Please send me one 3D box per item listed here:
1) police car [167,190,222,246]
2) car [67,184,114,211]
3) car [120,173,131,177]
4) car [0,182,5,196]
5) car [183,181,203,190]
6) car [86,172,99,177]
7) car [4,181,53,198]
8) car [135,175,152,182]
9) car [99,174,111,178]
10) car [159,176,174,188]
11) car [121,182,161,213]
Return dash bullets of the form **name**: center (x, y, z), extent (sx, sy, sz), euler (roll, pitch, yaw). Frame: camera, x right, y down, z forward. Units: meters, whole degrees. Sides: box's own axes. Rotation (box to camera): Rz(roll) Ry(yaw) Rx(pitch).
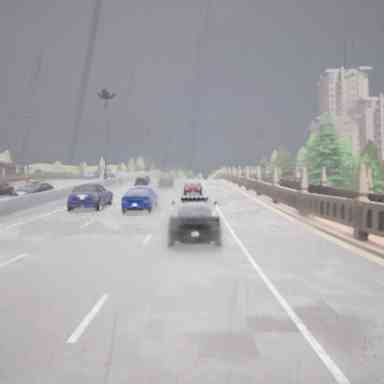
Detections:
- **police car**: center (0.098, 1.000, 13.247), extent (1.930, 1.638, 5.238), euler (0, 3, 0)
- **car**: center (-6.904, 0.213, 23.016), extent (2.097, 1.767, 4.553), euler (0, 5, 0)
- **car**: center (-14.013, -3.465, 70.461), extent (1.812, 1.442, 4.674), euler (0, 3, 0)
- **car**: center (-17.597, -0.168, 29.751), extent (1.812, 1.442, 4.674), euler (0, 5, 0)
- **car**: center (0.093, -0.469, 34.296), extent (1.895, 1.301, 4.718), euler (0, 5, 0)
- **car**: center (-21.013, -3.635, 70.482), extent (2.097, 1.767, 4.553), euler (0, 3, 0)
- **car**: center (-14.097, -0.201, 29.725), extent (2.128, 1.511, 4.902), euler (0, 5, 0)
- **car**: center (-6.909, -1.633, 47.307), extent (1.837, 1.490, 4.892), euler (0, 5, 0)
- **car**: center (-17.513, -3.437, 70.462), extent (1.994, 1.385, 4.181), euler (0, 3, 0)
- **car**: center (-3.409, -1.448, 44.882), extent (2.128, 1.511, 4.902), euler (0, 5, 0)
- **car**: center (-3.404, 0.406, 22.233), extent (1.882, 1.535, 5.008), euler (0, 5, 0)
